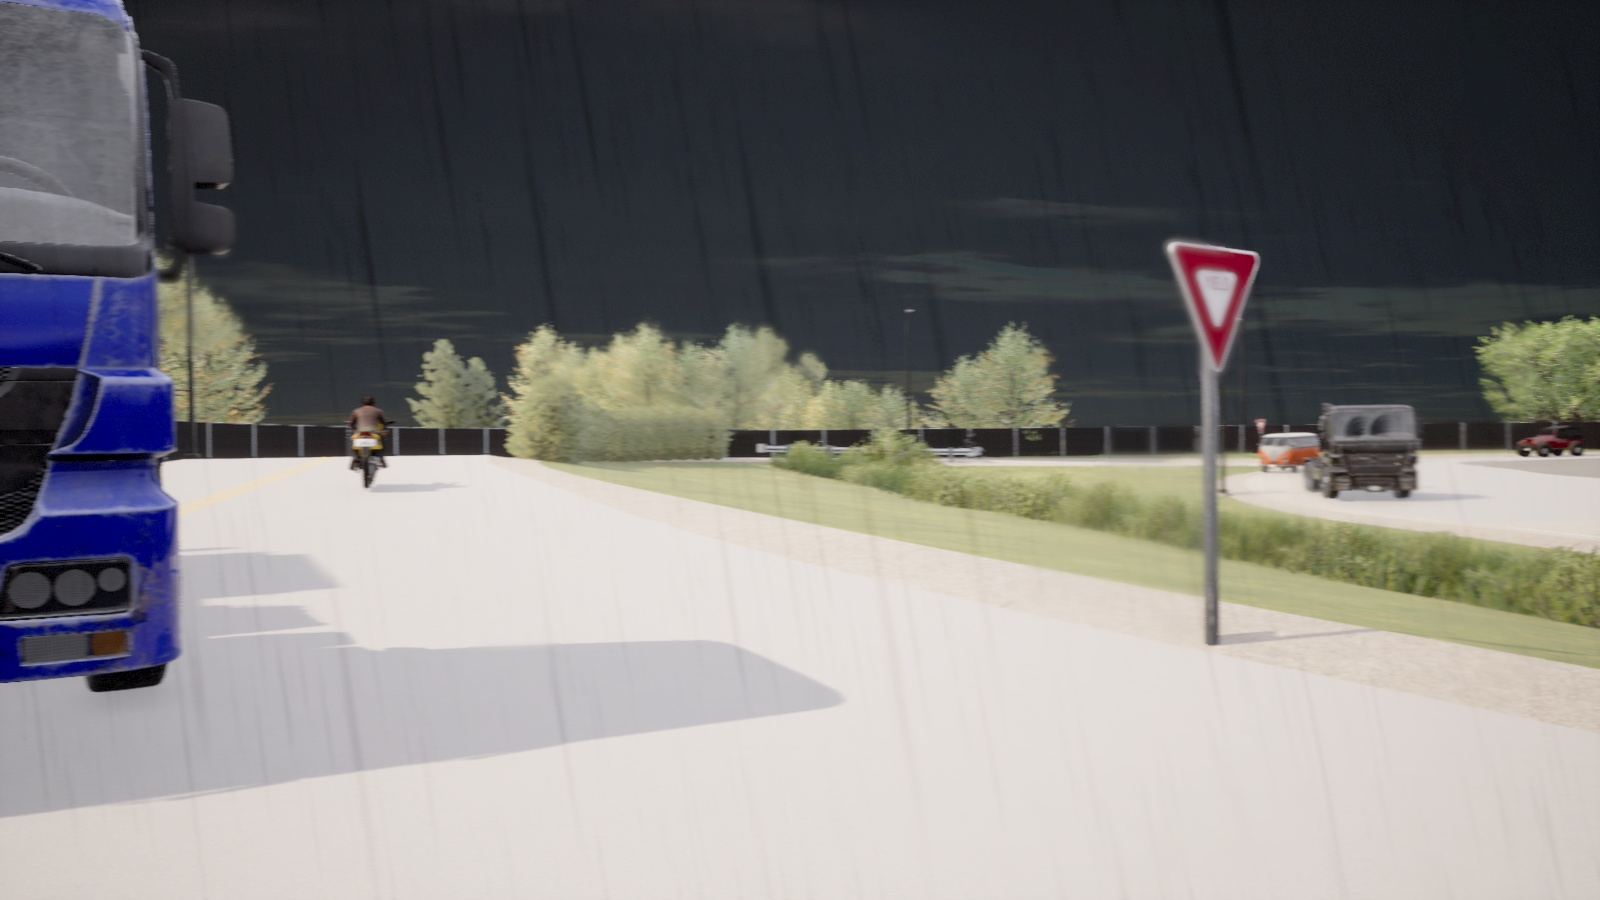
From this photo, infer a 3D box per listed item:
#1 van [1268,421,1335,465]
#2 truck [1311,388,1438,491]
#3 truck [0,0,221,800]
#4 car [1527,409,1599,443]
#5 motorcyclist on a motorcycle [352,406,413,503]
[{"bbox_3d":[25.347,-0.370,63.404,1.775,1.987,4.442,0,3,41],"label":"van"},{"bbox_3d":[21.203,-0.464,46.808,2.891,3.462,7.936,-2,1,15],"label":"truck"},{"bbox_3d":[-5.587,-0.433,8.126,2.891,3.462,7.936,-2,3,-27],"label":"truck"},{"bbox_3d":[46.706,-1.487,76.478,3.866,1.878,1.905,-3,0,-10],"label":"car"},{"bbox_3d":[-6.928,0.035,20.901,0.797,1.523,2.044,-2,2,-15],"label":"motorcyclist on a motorcycle"}]
